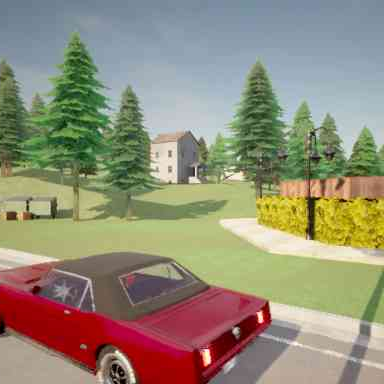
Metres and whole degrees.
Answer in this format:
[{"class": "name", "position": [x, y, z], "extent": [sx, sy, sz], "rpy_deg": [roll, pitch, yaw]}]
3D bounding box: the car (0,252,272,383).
[{"class": "car", "position": [-1.374, 1.601, 4.969], "extent": [4.718, 1.301, 1.895], "rpy_deg": [0, 0, 36]}]
